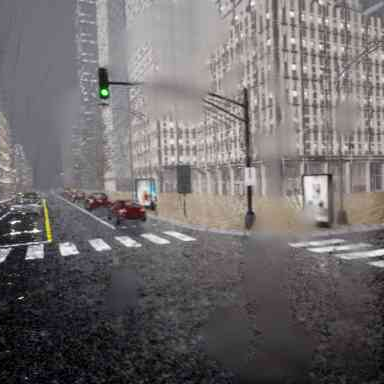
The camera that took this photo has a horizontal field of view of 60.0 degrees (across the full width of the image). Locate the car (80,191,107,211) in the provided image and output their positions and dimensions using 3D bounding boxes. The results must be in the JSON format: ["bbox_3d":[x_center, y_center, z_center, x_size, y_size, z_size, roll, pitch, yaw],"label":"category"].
[{"bbox_3d":[-8.432,0.770,29.520,1.967,1.590,4.097,-3,2,-24],"label":"car"}]

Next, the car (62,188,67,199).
[{"bbox_3d":[-19.775,0.498,54.721,2.008,1.369,4.403,-3,2,-24],"label":"car"}]

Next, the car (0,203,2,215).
[{"bbox_3d":[-16.064,1.286,26.092,1.887,1.381,4.507,-3,2,-24],"label":"car"}]

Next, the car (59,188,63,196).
[{"bbox_3d":[-24.313,0.380,64.801,1.802,1.307,4.206,-3,2,-24],"label":"car"}]

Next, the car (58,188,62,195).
[{"bbox_3d":[-26.591,0.038,69.833,2.192,1.841,5.009,-3,2,-24],"label":"car"}]

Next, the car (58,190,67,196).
[{"bbox_3d":[-31.121,0.158,79.921,1.802,1.307,4.206,-3,2,-24],"label":"car"}]

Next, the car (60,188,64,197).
[{"bbox_3d":[-22.045,0.417,59.761,1.887,1.381,4.507,-3,2,-24],"label":"car"}]

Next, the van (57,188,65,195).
[{"bbox_3d":[-33.398,-0.155,84.954,1.690,1.788,3.998,-3,2,-24],"label":"van"}]

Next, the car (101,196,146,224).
[{"bbox_3d":[-3.888,1.068,19.444,1.802,1.307,4.206,-3,2,-24],"label":"car"}]

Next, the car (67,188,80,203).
[{"bbox_3d":[-15.240,0.538,44.638,1.967,1.590,4.097,-3,2,-24],"label":"car"}]

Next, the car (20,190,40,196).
[{"bbox_3d":[-20.544,0.829,42.559,1.837,1.490,4.892,-3,2,-24],"label":"car"}]

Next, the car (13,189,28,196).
[{"bbox_3d":[-31.952,0.650,61.366,1.967,1.590,4.097,-3,2,-24],"label":"car"}]

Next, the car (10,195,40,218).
[{"bbox_3d":[-13.219,1.224,26.308,1.895,1.301,4.718,-3,2,-24],"label":"car"}]
